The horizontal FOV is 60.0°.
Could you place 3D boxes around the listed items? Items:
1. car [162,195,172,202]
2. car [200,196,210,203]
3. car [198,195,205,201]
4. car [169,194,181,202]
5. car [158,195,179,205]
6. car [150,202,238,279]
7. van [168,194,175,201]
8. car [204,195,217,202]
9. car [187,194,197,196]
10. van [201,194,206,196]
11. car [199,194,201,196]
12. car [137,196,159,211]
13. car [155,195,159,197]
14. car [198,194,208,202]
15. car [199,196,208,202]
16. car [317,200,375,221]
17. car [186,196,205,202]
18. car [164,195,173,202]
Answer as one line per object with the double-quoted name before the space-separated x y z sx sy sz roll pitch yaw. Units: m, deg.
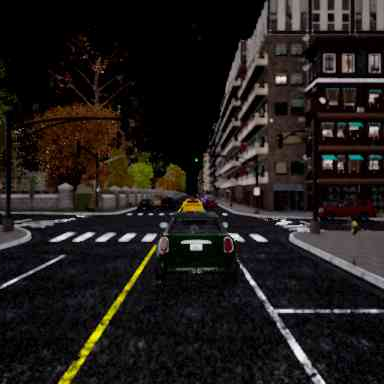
"car" -5.716 1.499 75.546 1.967 1.590 4.097 0 0 0
"car" 2.666 1.600 69.918 2.008 1.369 4.403 0 0 0
"car" 2.658 1.637 92.439 1.887 1.381 4.507 0 0 0
"car" -3.042 1.584 61.631 2.033 1.411 5.357 0 0 0
"car" -3.103 1.494 44.725 1.882 1.535 5.008 0 0 0
"car" 0.068 1.351 10.175 2.097 1.767 4.553 0 0 -1
"van" -5.722 1.433 92.436 1.690 1.788 3.998 0 0 0
"car" 2.675 1.564 47.397 1.887 1.381 4.507 0 0 0
"car" -0.026 1.602 70.899 1.994 1.385 4.181 0 0 0
"van" 2.674 1.366 53.028 1.690 1.788 3.998 0 0 0
"car" 2.669 1.481 64.288 1.967 1.590 4.097 0 0 0
"car" -5.703 1.580 41.764 1.947 1.339 4.313 0 0 0
"car" -5.707 1.550 52.855 1.752 1.417 4.829 0 0 0
"car" 2.663 1.384 81.179 2.192 1.841 5.009 0 0 0
"car" 2.665 1.604 75.548 1.887 1.381 4.507 0 0 0
"car" 13.455 1.604 29.449 5.009 1.841 2.192 1 -1 -1
"car" 0.087 1.487 35.006 1.882 1.535 5.008 0 0 0
"car" -5.717 1.509 81.175 1.967 1.590 4.097 0 0 0
